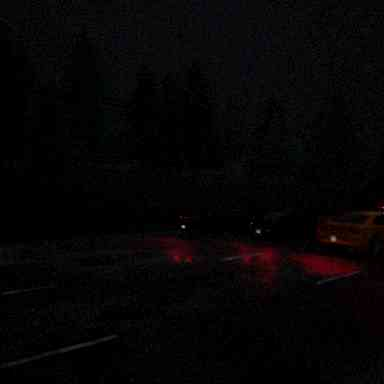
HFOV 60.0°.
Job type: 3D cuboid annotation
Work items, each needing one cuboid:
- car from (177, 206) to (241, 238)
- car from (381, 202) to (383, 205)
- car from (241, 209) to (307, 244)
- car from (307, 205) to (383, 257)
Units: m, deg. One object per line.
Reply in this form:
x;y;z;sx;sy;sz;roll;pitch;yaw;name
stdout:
1.552;1.484;17.741;4.902;1.511;2.128;0;0;-35;car
18.540;1.494;29.937;4.892;1.490;1.837;-1;0;-35;car
4.747;1.519;15.718;4.674;1.442;1.812;0;0;-35;car
6.925;1.472;12.974;5.008;1.535;1.882;0;0;-35;car
